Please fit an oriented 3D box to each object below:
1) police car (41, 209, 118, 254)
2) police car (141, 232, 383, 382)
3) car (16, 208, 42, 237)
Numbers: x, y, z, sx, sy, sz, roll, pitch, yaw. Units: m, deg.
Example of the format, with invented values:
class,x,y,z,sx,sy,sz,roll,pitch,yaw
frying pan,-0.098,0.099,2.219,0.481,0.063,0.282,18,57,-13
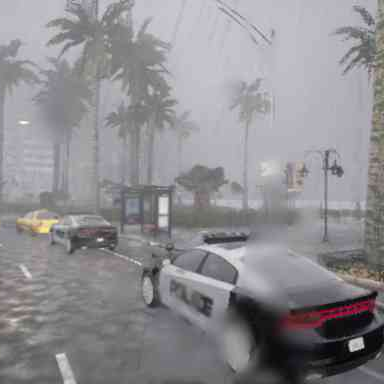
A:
class,x,y,z,sx,sy,sz,roll,pitch,yaw
police car,-5.122,1.692,15.129,1.930,1.638,5.238,2,-1,-36
police car,0.611,1.567,6.061,1.930,1.638,5.238,1,-1,-29
car,-9.245,1.784,20.291,1.801,1.575,5.366,2,-2,-41
